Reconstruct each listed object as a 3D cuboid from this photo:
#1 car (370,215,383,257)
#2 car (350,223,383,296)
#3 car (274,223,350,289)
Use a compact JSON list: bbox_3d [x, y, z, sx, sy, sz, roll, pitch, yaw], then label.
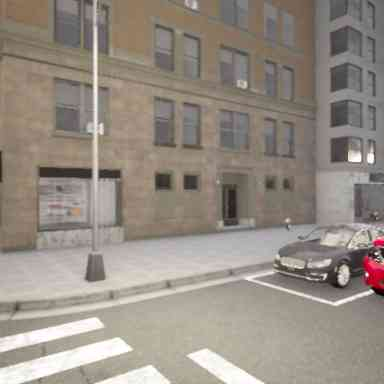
[{"bbox_3d":[8.756,1.556,12.426,4.507,1.381,1.887,0,0,-35],"label":"car"},{"bbox_3d":[6.154,1.225,7.455,5.566,2.045,2.150,0,0,-35],"label":"car"},{"bbox_3d":[4.128,1.564,9.130,4.403,1.369,2.008,0,0,-35],"label":"car"}]
